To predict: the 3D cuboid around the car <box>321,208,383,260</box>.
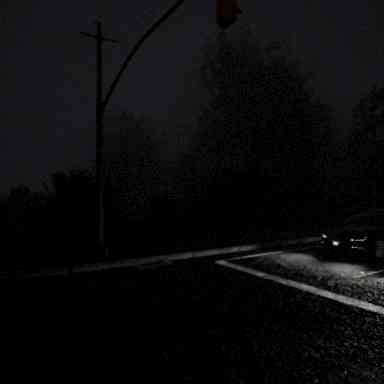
[{"bbox_3d":[6.833,1.394,12.063,4.892,1.490,1.837,-1,1,-29],"label":"car"}]
